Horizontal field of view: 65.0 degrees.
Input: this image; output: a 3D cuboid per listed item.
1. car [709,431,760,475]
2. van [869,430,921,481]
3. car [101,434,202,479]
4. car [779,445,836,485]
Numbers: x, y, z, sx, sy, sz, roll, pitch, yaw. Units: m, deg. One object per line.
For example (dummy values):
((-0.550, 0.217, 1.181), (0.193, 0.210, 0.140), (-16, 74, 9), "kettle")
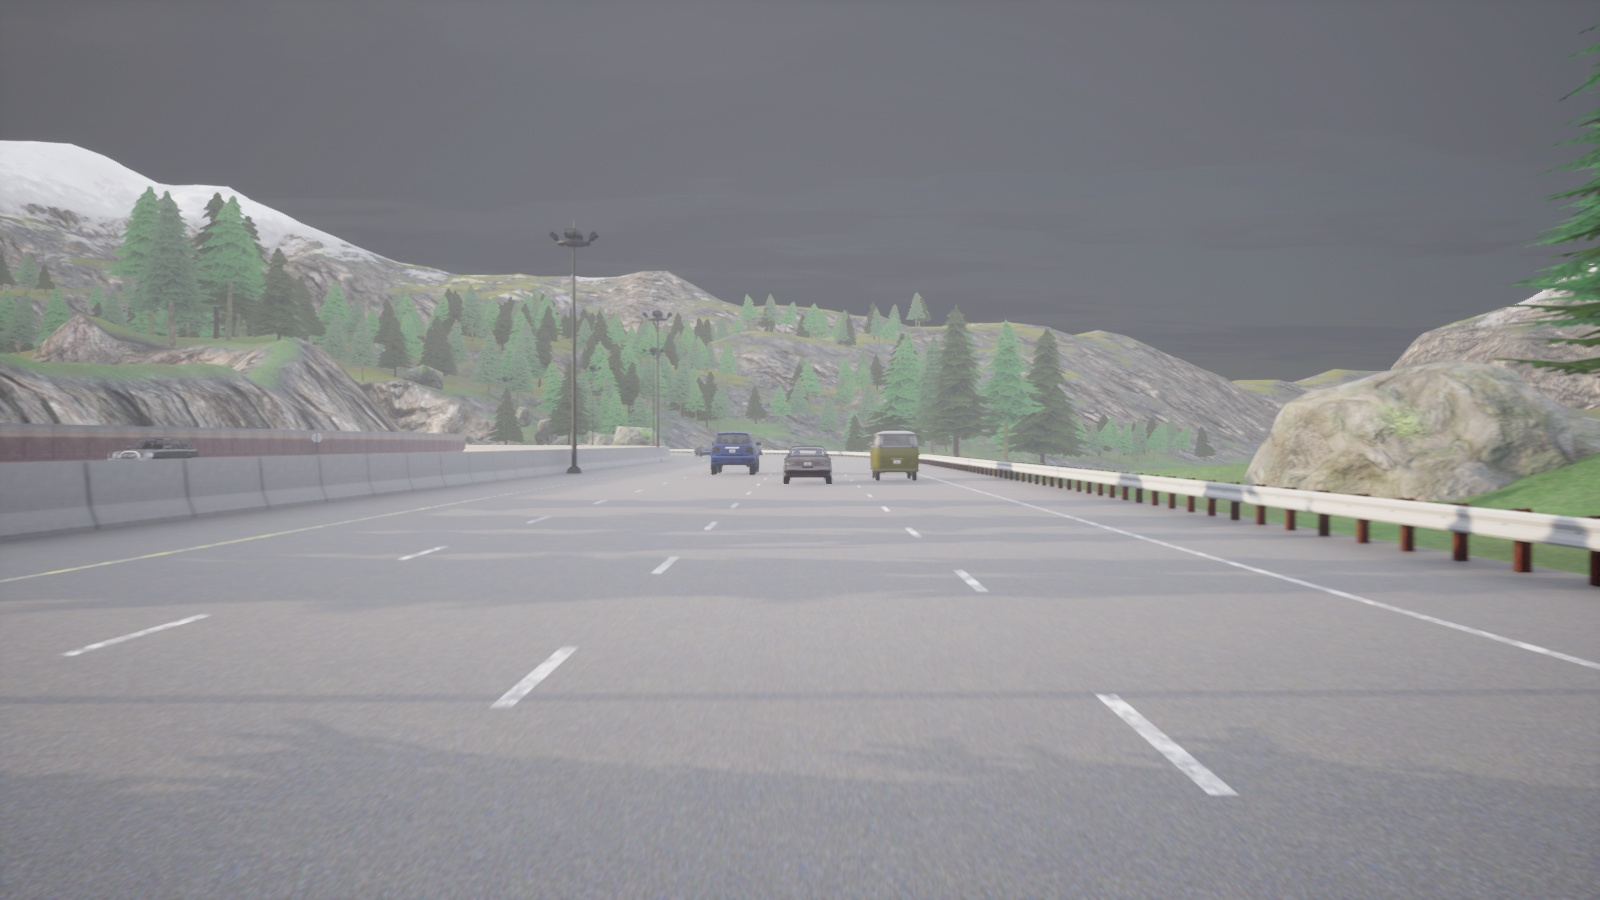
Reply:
((-3.133, 0.122, 61.185), (2.150, 2.045, 5.566), (0, 0, 0), "car")
((3.808, 0.216, 50.946), (1.775, 1.987, 4.442), (0, 0, 0), "van")
((-27.678, 0.241, 53.745), (1.932, 1.855, 4.605), (0, 0, 0), "car")
((0.289, 0.529, 47.573), (2.033, 1.411, 5.357), (0, 0, 0), "car")
